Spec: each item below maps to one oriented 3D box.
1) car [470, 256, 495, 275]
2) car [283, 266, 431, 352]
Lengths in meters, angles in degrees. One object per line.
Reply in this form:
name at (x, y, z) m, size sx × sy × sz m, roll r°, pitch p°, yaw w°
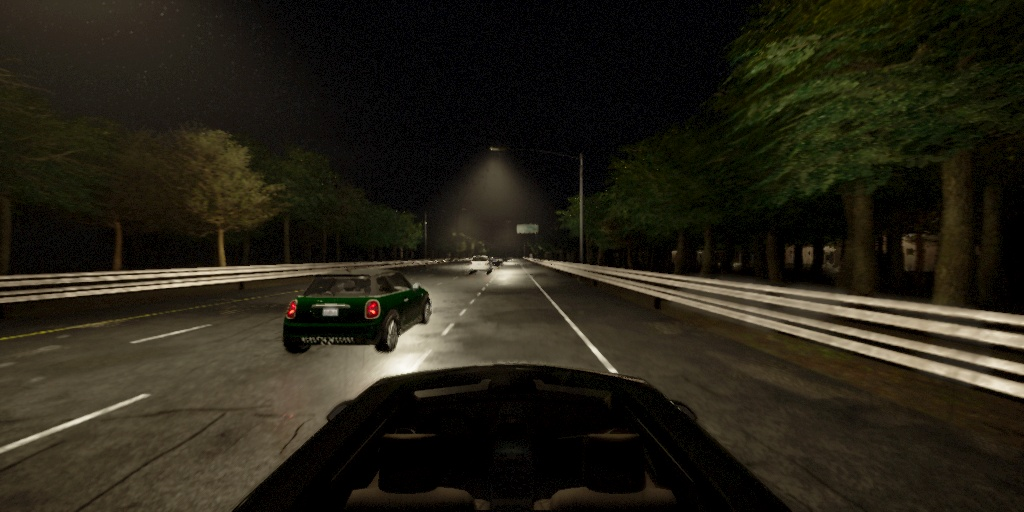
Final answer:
car at (-3.415, 0.994, 40.330) m, size 2.150 × 2.045 × 5.566 m, roll 0°, pitch 0°, yaw 0°
car at (-3.497, 1.102, 9.037) m, size 2.097 × 1.767 × 4.553 m, roll 0°, pitch 0°, yaw 0°
